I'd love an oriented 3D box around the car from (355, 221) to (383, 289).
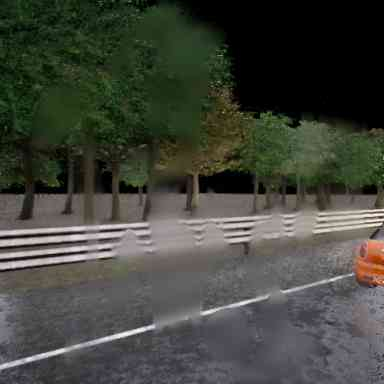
[{"bbox_3d":[5.965,1.376,8.000,4.553,1.767,2.097,0,0,-36],"label":"car"}]
